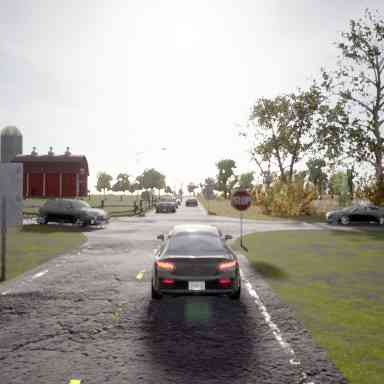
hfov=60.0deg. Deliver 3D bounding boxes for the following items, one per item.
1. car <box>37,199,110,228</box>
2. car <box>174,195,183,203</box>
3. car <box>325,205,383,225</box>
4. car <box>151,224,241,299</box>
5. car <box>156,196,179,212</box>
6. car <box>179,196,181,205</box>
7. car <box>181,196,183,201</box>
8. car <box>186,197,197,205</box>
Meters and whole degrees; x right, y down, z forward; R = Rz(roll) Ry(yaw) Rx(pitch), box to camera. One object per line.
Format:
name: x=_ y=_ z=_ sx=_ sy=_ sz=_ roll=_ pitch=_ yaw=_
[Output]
car: x=-7.509 y=1.268 z=21.176 sx=4.553 sy=1.767 sz=2.097 roll=2 pitch=-1 yaw=21
car: x=-2.950 y=1.551 z=74.502 sx=1.882 sy=1.535 sz=5.008 roll=0 pitch=0 yaw=0
car: x=12.917 y=1.742 z=25.789 sx=4.902 sy=1.511 sz=2.128 roll=1 pitch=-1 yaw=0
car: x=0.074 y=1.529 z=8.305 sx=1.812 sy=1.442 sz=4.674 roll=0 pitch=0 yaw=0
car: x=-2.946 y=1.381 z=38.268 sx=2.097 sy=1.767 sz=4.553 roll=0 pitch=0 yaw=0
car: x=-2.960 y=1.547 z=47.666 sx=1.837 sy=1.490 sz=4.892 roll=0 pitch=0 yaw=0
car: x=-2.962 y=1.609 z=59.440 sx=2.033 sy=1.411 sz=5.357 roll=0 pitch=0 yaw=0
car: x=-0.055 y=1.623 z=58.366 sx=1.994 sy=1.385 sz=4.181 roll=0 pitch=0 yaw=0
